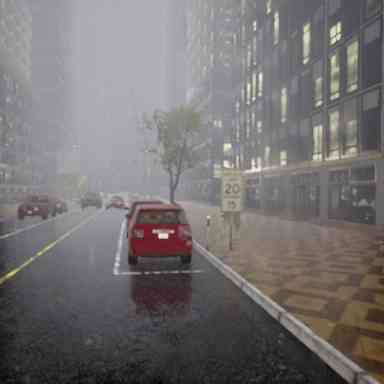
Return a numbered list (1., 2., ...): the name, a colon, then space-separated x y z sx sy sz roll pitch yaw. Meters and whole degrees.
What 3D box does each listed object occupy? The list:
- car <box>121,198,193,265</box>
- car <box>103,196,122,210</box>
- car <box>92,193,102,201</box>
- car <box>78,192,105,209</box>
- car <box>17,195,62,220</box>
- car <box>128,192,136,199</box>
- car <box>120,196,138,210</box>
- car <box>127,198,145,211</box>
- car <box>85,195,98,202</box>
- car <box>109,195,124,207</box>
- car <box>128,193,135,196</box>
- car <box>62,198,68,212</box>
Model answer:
1. car: -1.262 1.317 11.731 2.192 1.841 5.009 1 0 -11
2. car: -9.377 1.469 40.304 1.895 1.301 4.718 1 0 -10
3. car: -21.624 1.123 75.748 1.967 1.590 4.097 1 0 -11
4. car: -12.521 1.046 41.774 2.150 2.045 5.566 1 0 -11
5. car: -12.238 1.155 26.607 2.192 1.841 5.009 1 0 -11
6. car: -17.012 1.052 93.606 2.192 1.841 5.009 1 0 -11
7. car: -2.399 1.296 17.171 2.192 1.841 5.009 1 0 -11
8. car: -6.587 1.457 39.007 2.008 1.369 4.403 1 0 -11
9. car: -19.540 1.267 64.827 2.008 1.369 4.403 1 0 -11
10. car: -11.292 1.313 50.078 1.882 1.535 5.008 1 0 -10
11. car: -9.715 1.398 55.387 1.887 1.381 4.507 1 0 -11
12. car: -13.283 1.262 32.068 1.967 1.590 4.097 1 0 -11
